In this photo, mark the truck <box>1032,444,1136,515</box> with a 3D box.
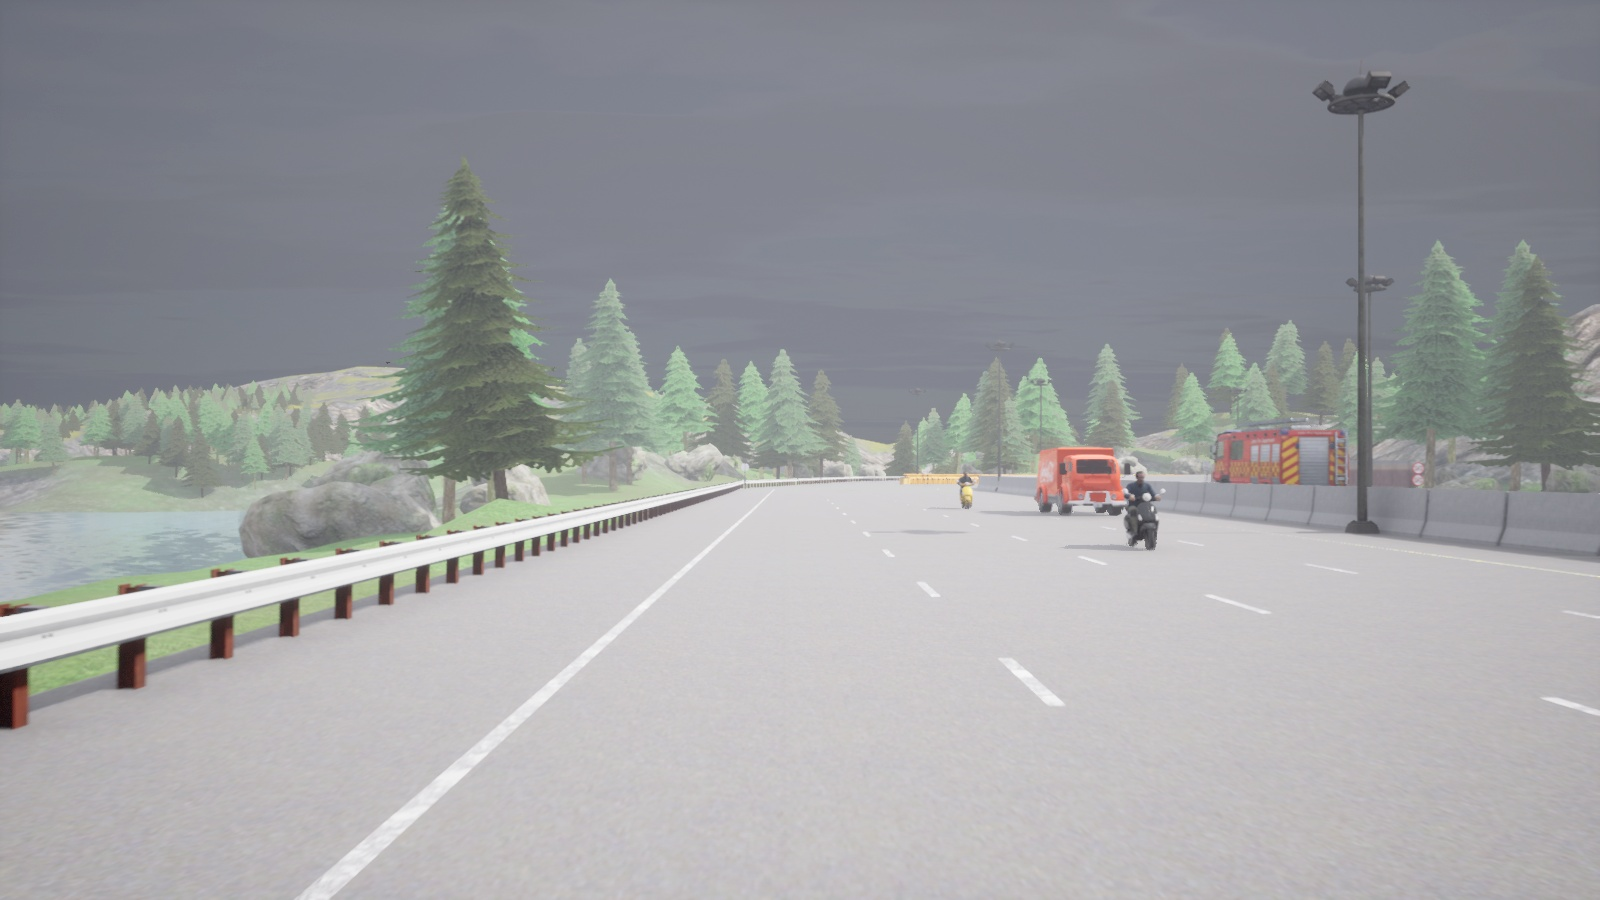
[{"bbox_3d":[10.389,1.070,46.399,2.627,2.467,5.204,0,-1,0],"label":"truck"}]

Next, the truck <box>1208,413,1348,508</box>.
[{"bbox_3d":[20.851,0.498,55.384,2.891,3.827,8.468,0,-1,0],"label":"truck"}]

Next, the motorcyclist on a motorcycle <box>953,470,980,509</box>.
[{"bbox_3d":[6.870,1.613,51.900,0.866,1.590,1.817,0,-1,0],"label":"motorcyclist on a motorcycle"}]

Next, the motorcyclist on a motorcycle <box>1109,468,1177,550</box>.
[{"bbox_3d":[6.940,1.169,25.500,0.866,1.590,1.817,0,-1,0],"label":"motorcyclist on a motorcycle"}]
